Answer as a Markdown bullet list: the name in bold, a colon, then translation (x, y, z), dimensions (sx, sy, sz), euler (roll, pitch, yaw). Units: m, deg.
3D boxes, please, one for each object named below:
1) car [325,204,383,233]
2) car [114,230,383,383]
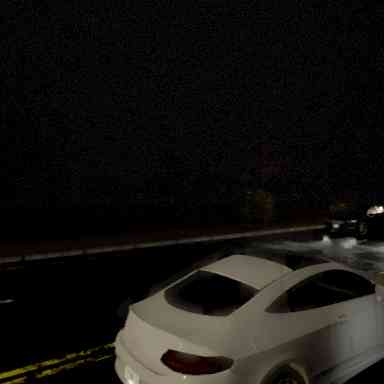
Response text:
- **car**: translation (9.305, 1.454, 18.291), dimensions (4.902, 1.511, 2.128), euler (0, 0, -35)
- **car**: translation (1.326, 1.518, 4.387), dimensions (4.674, 1.442, 1.812), euler (0, 0, -35)
